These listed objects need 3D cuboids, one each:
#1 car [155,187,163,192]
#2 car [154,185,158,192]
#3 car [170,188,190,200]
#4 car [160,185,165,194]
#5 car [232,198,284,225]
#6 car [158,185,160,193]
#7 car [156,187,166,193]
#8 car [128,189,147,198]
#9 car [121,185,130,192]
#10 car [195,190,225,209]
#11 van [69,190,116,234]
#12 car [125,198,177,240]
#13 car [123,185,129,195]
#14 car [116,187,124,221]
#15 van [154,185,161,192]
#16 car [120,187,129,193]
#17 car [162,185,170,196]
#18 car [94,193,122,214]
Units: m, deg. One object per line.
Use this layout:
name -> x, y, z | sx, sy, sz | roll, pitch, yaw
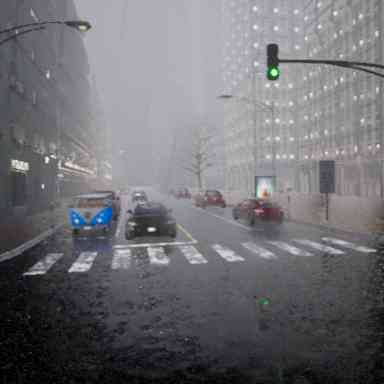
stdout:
car -> -8.241, -0.661, 82.988 | 1.802, 1.307, 4.206 | -1, 2, -10
car -> -6.302, -0.662, 72.101 | 2.192, 1.841, 5.009 | -1, 2, -10
car -> -1.440, 0.135, 44.905 | 1.967, 1.590, 4.097 | -1, 2, -10
car -> -4.354, -0.165, 61.228 | 1.887, 1.381, 4.507 | -1, 2, -10
car -> 3.423, 0.961, 17.710 | 1.802, 1.307, 4.206 | -1, 2, -10
car -> -5.325, -0.261, 66.669 | 1.802, 1.307, 4.206 | -1, 2, -10
car -> -7.270, -0.560, 77.547 | 2.008, 1.369, 4.403 | -1, 2, -10
car -> -6.465, 0.467, 40.665 | 2.033, 1.411, 5.357 | -2, 2, -10
car -> -18.436, -0.952, 92.393 | 2.192, 1.841, 5.009 | -1, 2, -10
car -> 1.476, 0.544, 28.587 | 1.967, 1.590, 4.097 | -1, 2, -10
van -> -4.829, 0.960, 16.237 | 1.690, 1.788, 3.998 | -1, 2, -10
car -> -1.807, 1.167, 14.472 | 1.994, 1.385, 4.181 | -1, 2, -8
car -> -13.575, -0.164, 65.198 | 1.967, 1.590, 4.097 | -1, 2, -10
car -> -5.802, 0.797, 21.676 | 2.192, 1.841, 5.009 | -1, 2, -10
van -> -9.217, -1.034, 88.422 | 1.690, 1.788, 3.998 | -1, 2, -10
car -> -16.489, -0.438, 81.521 | 1.947, 1.339, 4.313 | -1, 2, -10
car -> -3.382, -0.024, 55.788 | 2.008, 1.369, 4.403 | -1, 2, -10
car -> -6.770, 0.889, 27.123 | 1.887, 1.381, 4.507 | -1, 2, -10
